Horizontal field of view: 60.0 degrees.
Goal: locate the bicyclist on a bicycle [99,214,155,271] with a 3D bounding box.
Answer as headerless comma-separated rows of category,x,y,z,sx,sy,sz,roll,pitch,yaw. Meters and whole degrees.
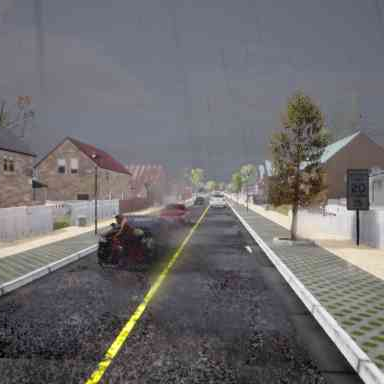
bicyclist on a bicycle,-1.869,1.455,9.431,1.656,1.620,0.582,-2,0,5

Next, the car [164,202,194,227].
car,-1.125,1.528,22.973,1.812,1.442,4.674,0,0,4

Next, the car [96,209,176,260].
car,-1.984,1.566,12.368,1.994,1.385,4.181,0,0,5

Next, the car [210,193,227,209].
car,3.704,1.217,46.519,2.150,2.045,5.566,0,0,6

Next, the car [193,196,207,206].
car,1.281,1.498,52.955,1.837,1.490,4.892,0,0,5

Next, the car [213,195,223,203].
car,5.517,1.460,70.502,1.882,1.535,5.008,0,0,5
